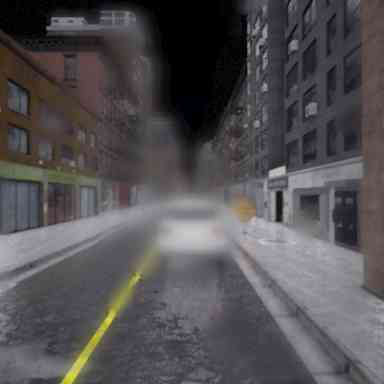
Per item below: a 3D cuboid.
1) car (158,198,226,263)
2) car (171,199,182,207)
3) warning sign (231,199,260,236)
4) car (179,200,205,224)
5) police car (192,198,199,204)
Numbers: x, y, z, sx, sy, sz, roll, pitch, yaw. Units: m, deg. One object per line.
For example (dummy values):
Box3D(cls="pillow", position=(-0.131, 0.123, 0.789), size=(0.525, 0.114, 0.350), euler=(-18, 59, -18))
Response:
Box3D(cls="car", position=(0.010, 1.348, 12.580), size=(2.150, 2.045, 5.566), euler=(0, 0, 0))
Box3D(cls="car", position=(-3.023, 2.172, 65.676), size=(1.837, 1.490, 4.892), euler=(0, 0, 0))
Box3D(cls="warning sign", position=(2.714, 1.282, 17.053), size=(1.300, 1.860, 1.060), euler=(0, -1, 0))
Box3D(cls="car", position=(0.016, 1.629, 28.438), size=(2.097, 1.767, 4.553), euler=(0, -1, 0))
Box3D(cls="police car", position=(0.887, 2.356, 87.156), size=(1.930, 1.638, 5.238), euler=(0, -1, 0))
